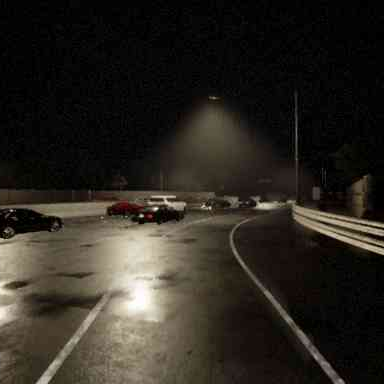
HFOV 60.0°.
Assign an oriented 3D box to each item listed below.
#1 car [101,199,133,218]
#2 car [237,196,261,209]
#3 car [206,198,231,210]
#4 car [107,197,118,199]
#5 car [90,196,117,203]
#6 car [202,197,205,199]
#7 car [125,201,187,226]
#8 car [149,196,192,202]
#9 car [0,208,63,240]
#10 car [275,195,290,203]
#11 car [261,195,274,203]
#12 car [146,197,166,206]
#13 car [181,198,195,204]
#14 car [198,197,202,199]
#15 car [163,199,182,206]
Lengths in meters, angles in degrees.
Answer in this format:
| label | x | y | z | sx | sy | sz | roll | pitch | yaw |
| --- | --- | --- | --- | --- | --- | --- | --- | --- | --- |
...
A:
| label | x | y | z | sx | sy | sz | roll | pitch | yaw |
| --- | --- | --- | --- | --- | --- | --- | --- | --- | --- |
| car | -6.437 | 1.714 | 33.039 | 1.882 | 1.535 | 5.008 | -1 | -1 | 24 |
| car | 8.353 | 1.745 | 49.498 | 2.128 | 1.511 | 4.902 | -1 | -1 | 23 |
| car | 4.348 | 1.778 | 49.060 | 2.128 | 1.511 | 4.902 | -1 | -1 | 23 |
| car | -10.294 | 1.940 | 50.657 | 1.837 | 1.490 | 4.892 | -1 | -1 | 24 |
| car | -13.542 | 1.698 | 51.966 | 2.150 | 2.045 | 5.566 | -1 | -1 | 24 |
| car | 3.917 | 1.841 | 56.874 | 1.882 | 1.535 | 5.008 | -1 | -1 | 23 |
| car | -2.415 | 1.669 | 24.739 | 2.033 | 1.411 | 5.357 | -1 | -1 | 24 |
| car | -2.413 | 1.425 | 33.522 | 2.150 | 2.045 | 5.566 | -1 | -1 | 24 |
| car | -9.209 | 1.626 | 17.900 | 1.837 | 1.490 | 4.892 | -1 | -1 | 24 |
| car | 22.186 | 1.963 | 81.634 | 1.812 | 1.442 | 4.674 | -1 | -1 | 23 |
| car | 17.817 | 1.689 | 80.332 | 2.150 | 2.045 | 5.566 | -1 | -1 | 23 |
| car | -7.166 | 1.908 | 66.542 | 2.097 | 1.767 | 4.553 | -1 | -1 | 23 |
| car | -0.946 | 2.151 | 80.971 | 1.812 | 1.442 | 4.674 | -1 | -1 | 23 |
| car | 2.335 | 2.085 | 79.745 | 1.837 | 1.490 | 4.892 | -1 | -1 | 23 |
| car | -3.807 | 2.072 | 65.487 | 1.994 | 1.385 | 4.181 | -1 | 0 | 24 |
